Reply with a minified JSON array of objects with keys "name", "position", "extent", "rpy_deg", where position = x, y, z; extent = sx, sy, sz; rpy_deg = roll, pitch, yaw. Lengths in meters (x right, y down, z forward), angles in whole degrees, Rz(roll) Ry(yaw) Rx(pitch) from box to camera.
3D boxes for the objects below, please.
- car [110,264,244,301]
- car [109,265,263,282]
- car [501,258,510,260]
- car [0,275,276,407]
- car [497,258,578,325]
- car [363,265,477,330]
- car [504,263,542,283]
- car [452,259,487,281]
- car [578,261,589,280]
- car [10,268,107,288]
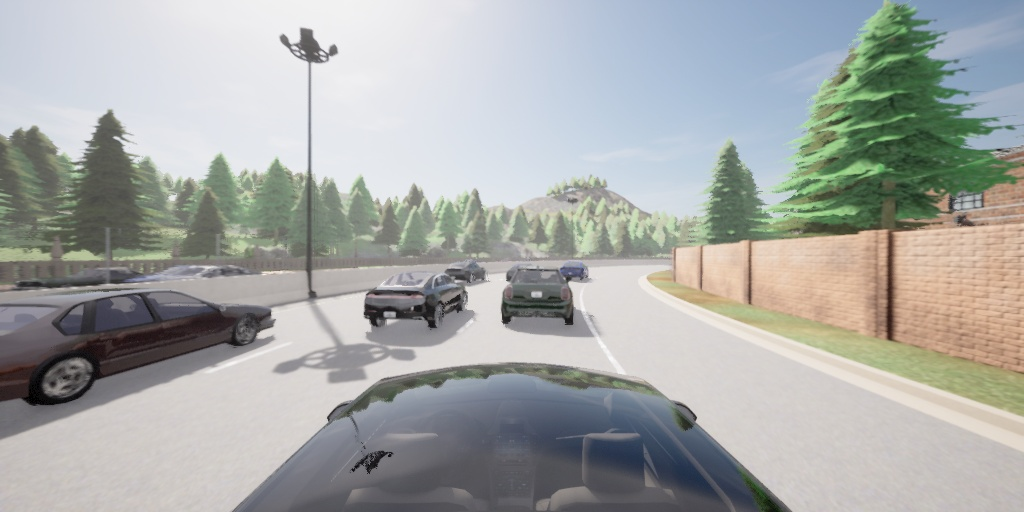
[{"name":"car","position":[-16.110,1.164,17.665],"extent":[1.812,1.442,4.674],"rpy_deg":[0,0,10]},{"name":"car","position":[-12.955,1.150,15.110],"extent":[2.128,1.511,4.902],"rpy_deg":[0,0,9]},{"name":"car","position":[-0.914,1.095,57.575],"extent":[1.882,1.535,5.008],"rpy_deg":[0,0,32]},{"name":"car","position":[-6.704,1.256,6.133],"extent":[2.033,1.411,5.357],"rpy_deg":[0,0,3]},{"name":"car","position":[0.941,1.083,12.043],"extent":[2.097,1.767,4.553],"rpy_deg":[0,0,7]},{"name":"car","position":[-2.711,1.207,11.103],"extent":[2.128,1.511,4.902],"rpy_deg":[0,0,6]},{"name":"car","position":[0.957,1.257,28.307],"extent":[1.994,1.385,4.181],"rpy_deg":[0,0,17]},{"name":"car","position":[-3.290,1.183,26.302],"extent":[1.837,1.490,4.892],"rpy_deg":[0,0,15]},{"name":"car","position":[5.356,1.187,30.447],"extent":[1.882,1.535,5.008],"rpy_deg":[0,0,19]},{"name":"car","position":[-19.757,1.223,17.059],"extent":[1.895,1.301,4.718],"rpy_deg":[0,0,9]}]
